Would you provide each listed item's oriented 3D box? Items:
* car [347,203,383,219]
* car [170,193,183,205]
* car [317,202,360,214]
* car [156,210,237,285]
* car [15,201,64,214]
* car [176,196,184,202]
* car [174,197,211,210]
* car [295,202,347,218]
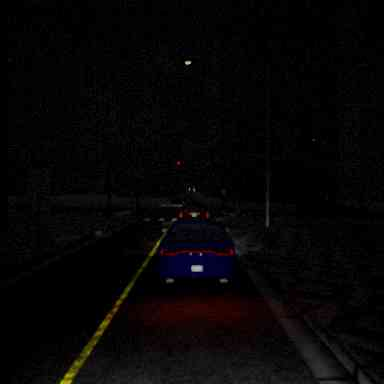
[{"bbox_3d":[18.004,1.902,32.230,4.829,1.417,1.752,1,-1,0],"label":"car"},{"bbox_3d":[-2.927,1.374,63.860,2.150,2.045,5.566,0,0,1],"label":"car"},{"bbox_3d":[17.858,1.941,40.754,4.403,1.369,2.008,1,-1,0],"label":"car"},{"bbox_3d":[0.117,1.501,9.565,1.882,1.535,5.008,0,0,0],"label":"car"},{"bbox_3d":[-14.717,1.443,32.193,4.403,1.369,2.008,1,-1,0],"label":"car"},{"bbox_3d":[-2.868,1.716,80.182,1.812,1.442,4.674,0,0,0],"label":"car"},{"bbox_3d":[0.158,1.404,21.578,2.097,1.767,4.553,0,0,1],"label":"car"},{"bbox_3d":[12.191,1.853,32.240,4.313,1.339,1.947,1,-1,0],"label":"car"}]
